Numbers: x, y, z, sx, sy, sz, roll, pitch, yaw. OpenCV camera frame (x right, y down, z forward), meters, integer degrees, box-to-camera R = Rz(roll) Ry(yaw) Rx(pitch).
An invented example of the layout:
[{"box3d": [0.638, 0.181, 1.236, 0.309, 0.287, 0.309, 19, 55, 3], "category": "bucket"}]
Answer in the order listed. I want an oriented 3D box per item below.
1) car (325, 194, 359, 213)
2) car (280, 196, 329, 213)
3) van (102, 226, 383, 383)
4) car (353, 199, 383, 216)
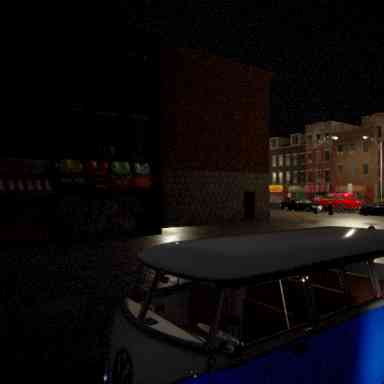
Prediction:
[{"box3d": [15.660, 1.203, 36.714, 2.150, 2.045, 5.566, 0, 0, -35], "category": "car"}, {"box3d": [12.006, 1.491, 36.762, 2.128, 1.511, 4.902, 0, 0, -35], "category": "car"}, {"box3d": [1.074, 1.341, 3.587, 3.998, 1.788, 1.690, 0, 0, -36], "category": "van"}, {"box3d": [17.125, 1.571, 29.575, 1.994, 1.385, 4.181, 0, 0, -35], "category": "car"}]
